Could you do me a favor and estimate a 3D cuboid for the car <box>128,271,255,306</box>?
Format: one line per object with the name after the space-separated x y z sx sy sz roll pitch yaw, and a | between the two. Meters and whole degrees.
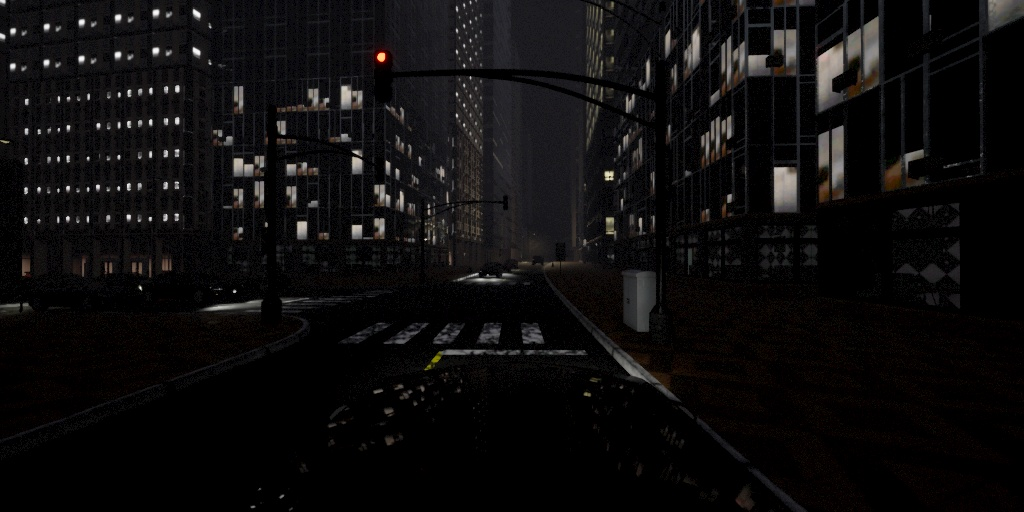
-15.648 1.497 17.572 4.892 1.490 1.837 -1 0 10 | car

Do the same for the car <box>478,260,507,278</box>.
-1.946 1.281 34.256 2.033 1.411 5.357 0 0 4 | car

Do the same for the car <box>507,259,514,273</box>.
-1.162 1.322 44.264 1.895 1.301 4.718 0 0 5 | car

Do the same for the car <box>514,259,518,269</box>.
-0.136 1.181 54.663 1.882 1.535 5.008 0 0 7 | car

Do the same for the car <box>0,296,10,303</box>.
-27.654 1.684 19.462 5.008 1.535 1.882 -1 0 9 | car

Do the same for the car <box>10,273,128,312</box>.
-18.130 1.567 15.327 4.403 1.370 2.007 0 0 9 | car

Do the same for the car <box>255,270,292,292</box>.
-16.819 1.610 23.605 4.403 1.370 2.007 0 0 9 | car
